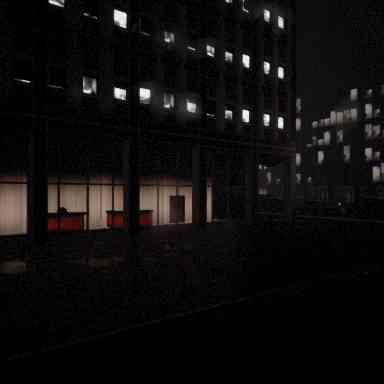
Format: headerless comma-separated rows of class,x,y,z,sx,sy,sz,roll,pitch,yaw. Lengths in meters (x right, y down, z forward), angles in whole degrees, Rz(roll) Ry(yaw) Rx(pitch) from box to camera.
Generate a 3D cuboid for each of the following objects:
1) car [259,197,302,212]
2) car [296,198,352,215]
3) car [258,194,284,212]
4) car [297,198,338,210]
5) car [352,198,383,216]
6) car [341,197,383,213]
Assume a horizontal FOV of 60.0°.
car,10.181,1.386,38.395,1.812,1.442,4.674,0,0,-36
car,12.008,1.415,31.351,1.752,1.417,4.829,1,0,-36
car,8.560,1.171,36.074,2.192,1.841,5.009,1,0,-36
car,15.459,1.438,41.170,2.008,1.369,4.403,1,0,-36
car,16.504,1.399,29.838,1.882,1.535,5.008,0,0,-38
car,18.858,1.360,36.620,1.967,1.590,4.097,1,0,-36
